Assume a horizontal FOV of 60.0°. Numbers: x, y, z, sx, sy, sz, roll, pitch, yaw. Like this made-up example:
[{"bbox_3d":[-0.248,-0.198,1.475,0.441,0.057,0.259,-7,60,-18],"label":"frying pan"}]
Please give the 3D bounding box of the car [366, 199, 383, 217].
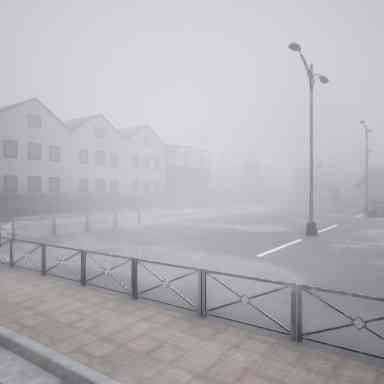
[{"bbox_3d":[15.362,1.298,26.847,2.007,1.523,4.514,0,0,35],"label":"car"}]
